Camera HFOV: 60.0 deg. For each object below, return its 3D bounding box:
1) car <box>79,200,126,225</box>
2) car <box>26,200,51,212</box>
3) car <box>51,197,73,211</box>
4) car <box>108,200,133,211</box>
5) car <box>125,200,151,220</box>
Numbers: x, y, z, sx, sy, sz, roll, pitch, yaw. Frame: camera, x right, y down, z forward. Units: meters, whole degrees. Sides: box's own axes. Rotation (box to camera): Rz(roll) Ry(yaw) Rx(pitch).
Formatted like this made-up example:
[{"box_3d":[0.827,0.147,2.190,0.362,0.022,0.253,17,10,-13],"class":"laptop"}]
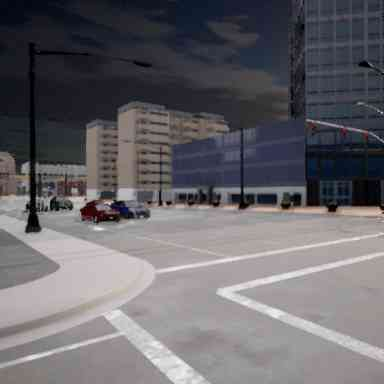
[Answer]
[{"box_3d":[-7.239,1.626,25.955,1.882,1.535,5.008,-1,0,-36],"class":"car"},{"box_3d":[-21.206,1.847,45.355,2.097,1.767,4.553,-1,0,-36],"class":"car"},{"box_3d":[-19.002,1.702,48.299,2.150,2.045,5.566,-1,-1,-36],"class":"car"},{"box_3d":[-10.426,1.890,48.485,1.812,1.442,4.674,-1,-1,-35],"class":"car"},{"box_3d":[-5.491,1.499,29.510,2.097,1.767,4.553,-1,0,-36],"class":"car"}]
